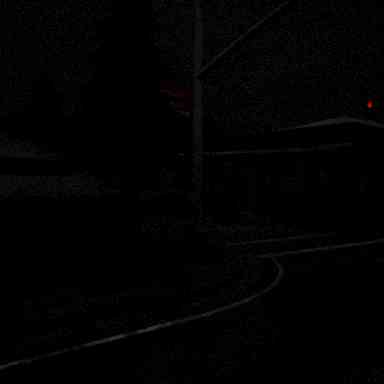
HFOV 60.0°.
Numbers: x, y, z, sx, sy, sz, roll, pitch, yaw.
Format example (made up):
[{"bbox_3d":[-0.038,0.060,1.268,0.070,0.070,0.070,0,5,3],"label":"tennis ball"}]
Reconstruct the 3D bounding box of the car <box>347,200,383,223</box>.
[{"bbox_3d":[15.428,1.624,28.424,3.866,1.878,1.905,1,0,-36],"label":"car"}]

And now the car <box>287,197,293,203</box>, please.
[{"bbox_3d":[26.692,2.092,85.040,2.152,1.636,5.027,1,0,-36],"label":"car"}]

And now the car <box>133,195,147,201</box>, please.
[{"bbox_3d":[-13.688,1.576,87.535,2.152,1.636,5.027,1,0,-36],"label":"car"}]

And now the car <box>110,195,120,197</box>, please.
[{"bbox_3d":[-17.488,1.613,75.638,2.007,1.523,4.514,1,0,-36],"label":"car"}]

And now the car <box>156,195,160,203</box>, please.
[{"bbox_3d":[-5.979,1.489,71.641,1.932,1.855,4.605,1,0,-36],"label":"car"}]

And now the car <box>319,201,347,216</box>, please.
[{"bbox_3d":[15.594,1.837,35.553,4.611,1.667,2.242,1,0,-36],"label":"car"}]

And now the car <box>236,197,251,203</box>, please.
[{"bbox_3d":[12.599,1.952,84.259,1.845,1.501,3.633,1,0,-36],"label":"car"}]

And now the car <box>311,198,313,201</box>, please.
[{"bbox_3d":[29.195,2.134,86.930,2.007,1.523,4.514,1,0,-36],"label":"car"}]

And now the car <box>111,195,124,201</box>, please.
[{"bbox_3d":[-18.682,1.586,83.491,1.970,1.475,3.806,1,0,-36],"label":"car"}]
